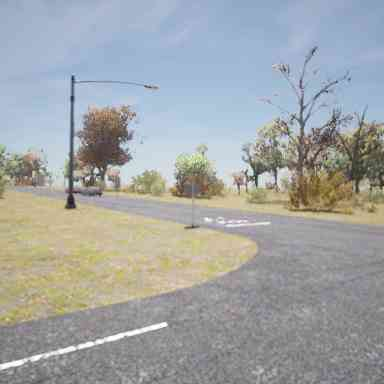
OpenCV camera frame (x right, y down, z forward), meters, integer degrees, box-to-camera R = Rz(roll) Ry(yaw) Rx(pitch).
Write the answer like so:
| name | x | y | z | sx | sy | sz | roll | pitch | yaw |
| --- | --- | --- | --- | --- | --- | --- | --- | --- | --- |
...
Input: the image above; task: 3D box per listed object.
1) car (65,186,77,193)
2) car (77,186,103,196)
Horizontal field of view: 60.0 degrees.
| name | x | y | z | sx | sy | sz | roll | pitch | yaw |
| --- | --- | --- | --- | --- | --- | --- | --- | --- | --- |
| car | -20.593 | -0.400 | 57.633 | 1.994 | 1.385 | 4.181 | 1 | 2 | -35 |
| car | -15.048 | -0.109 | 49.806 | 2.033 | 1.411 | 5.357 | 1 | 2 | -35 |
